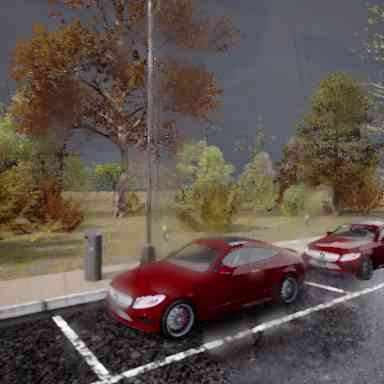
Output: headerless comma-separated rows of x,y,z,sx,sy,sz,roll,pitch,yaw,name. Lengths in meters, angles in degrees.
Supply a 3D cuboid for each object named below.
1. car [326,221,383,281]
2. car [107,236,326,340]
4.998,1.525,9.659,4.206,1.307,1.802,0,1,-36,car
0.492,1.558,6.442,4.206,1.307,1.802,0,1,-36,car
